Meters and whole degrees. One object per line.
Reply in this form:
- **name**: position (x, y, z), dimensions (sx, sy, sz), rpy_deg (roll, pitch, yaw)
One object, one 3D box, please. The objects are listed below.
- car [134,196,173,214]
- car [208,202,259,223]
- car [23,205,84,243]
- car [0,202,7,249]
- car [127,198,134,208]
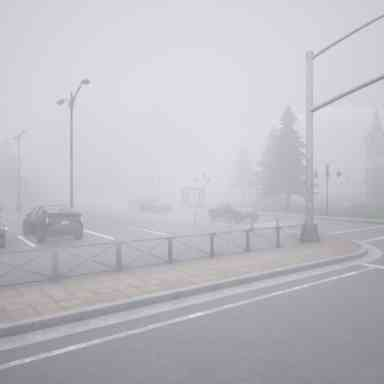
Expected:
- **car**: position (-3.983, 1.353, 35.715), dimensions (2.097, 1.767, 4.553), rpy_deg (0, 0, -36)
- **car**: position (3.134, 1.527, 26.097), dimensions (1.812, 1.442, 4.674), rpy_deg (0, 0, -37)
- **car**: position (-6.427, 1.340, 15.271), dimensions (2.007, 1.523, 4.514), rpy_deg (0, 0, -36)
- **car**: position (-8.938, 1.331, 13.389), dimensions (2.152, 1.636, 5.027), rpy_deg (0, 0, -36)
- **car**: position (-7.460, 1.506, 46.631), dimensions (1.837, 1.490, 4.892), rpy_deg (0, 0, -36)
